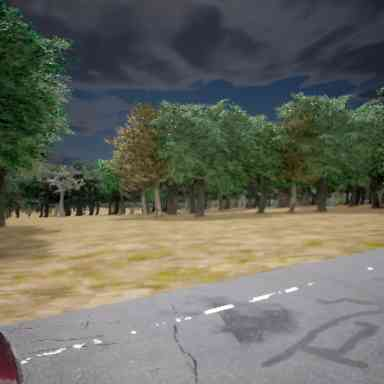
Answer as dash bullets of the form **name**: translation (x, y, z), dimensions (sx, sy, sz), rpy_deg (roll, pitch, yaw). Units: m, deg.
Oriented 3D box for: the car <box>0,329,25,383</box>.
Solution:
- **car**: translation (-3.166, 1.561, 1.735), dimensions (4.181, 1.385, 1.994), rpy_deg (0, 0, -35)
